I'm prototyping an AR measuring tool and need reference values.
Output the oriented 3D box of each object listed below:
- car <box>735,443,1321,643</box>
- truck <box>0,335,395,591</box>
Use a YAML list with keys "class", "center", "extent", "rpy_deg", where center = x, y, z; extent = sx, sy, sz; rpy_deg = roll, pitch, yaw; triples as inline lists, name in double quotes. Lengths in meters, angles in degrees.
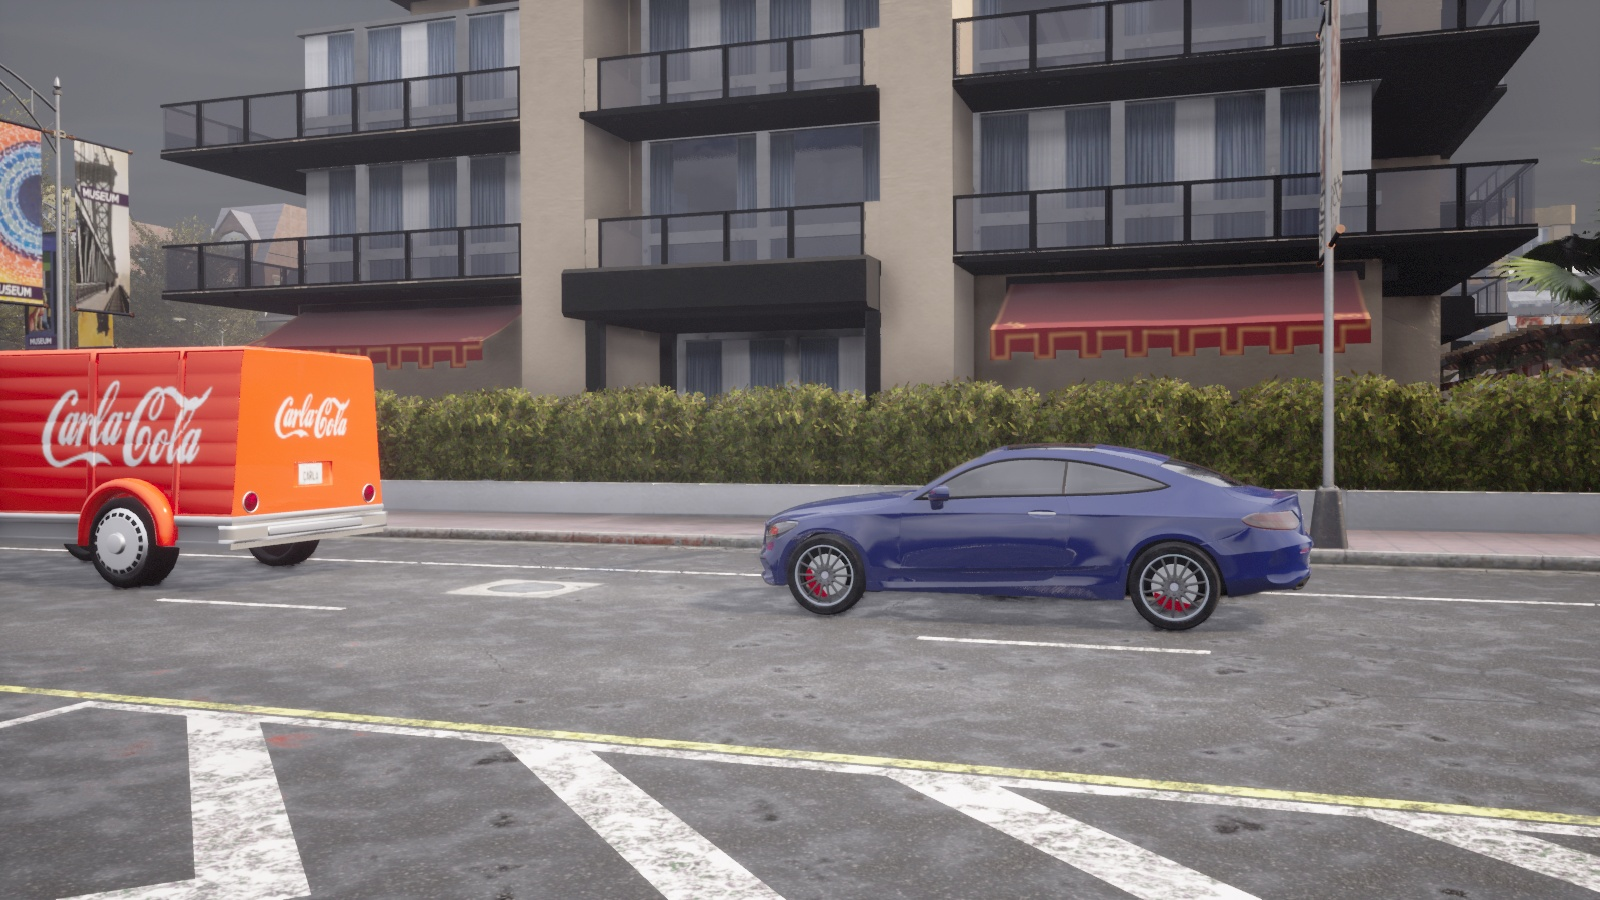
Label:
- class: "car"
  center: [1.945, 0.684, 10.949]
  extent: [4.674, 1.442, 1.812]
  rpy_deg: [1, 1, 18]
- class: "truck"
  center: [-7.581, 0.085, 14.149]
  extent: [5.204, 2.467, 2.627]
  rpy_deg: [1, 1, 19]
